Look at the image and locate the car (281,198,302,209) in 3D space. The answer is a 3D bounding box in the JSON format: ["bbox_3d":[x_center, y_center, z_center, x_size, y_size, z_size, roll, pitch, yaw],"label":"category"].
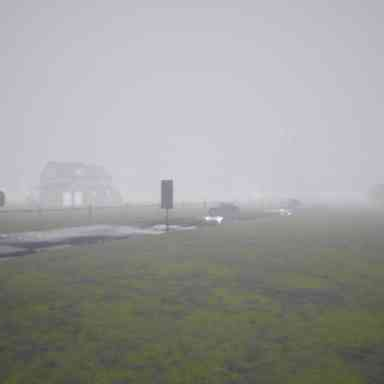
[{"bbox_3d":[14.774,1.717,49.355,2.128,1.511,4.902,0,0,36],"label":"car"}]

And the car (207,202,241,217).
[{"bbox_3d":[3.238,1.682,33.496,1.994,1.385,4.181,0,0,36],"label":"car"}]
